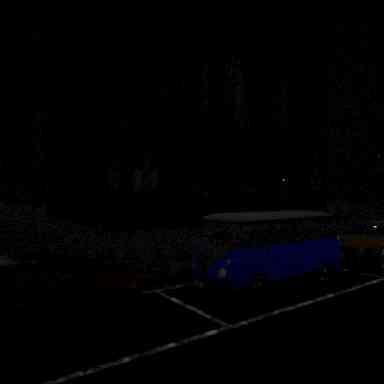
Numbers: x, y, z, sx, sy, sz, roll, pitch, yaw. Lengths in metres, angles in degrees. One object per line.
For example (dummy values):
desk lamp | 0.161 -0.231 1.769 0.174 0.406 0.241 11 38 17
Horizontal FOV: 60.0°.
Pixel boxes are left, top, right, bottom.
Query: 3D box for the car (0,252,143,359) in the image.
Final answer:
car | -2.736 1.583 4.701 4.206 1.307 1.802 0 0 -35

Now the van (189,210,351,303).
van | 1.853 1.353 7.975 3.998 1.788 1.690 0 0 -35

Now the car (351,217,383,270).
car | 6.304 1.550 11.148 4.829 1.417 1.752 0 0 -35
